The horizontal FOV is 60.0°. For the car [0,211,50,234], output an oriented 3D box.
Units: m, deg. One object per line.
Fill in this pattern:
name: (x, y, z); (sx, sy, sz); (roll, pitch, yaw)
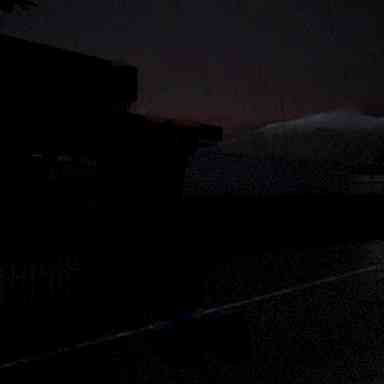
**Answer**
car: (-9.913, 1.478, 17.355); (4.611, 1.667, 2.242); (0, 0, -36)
